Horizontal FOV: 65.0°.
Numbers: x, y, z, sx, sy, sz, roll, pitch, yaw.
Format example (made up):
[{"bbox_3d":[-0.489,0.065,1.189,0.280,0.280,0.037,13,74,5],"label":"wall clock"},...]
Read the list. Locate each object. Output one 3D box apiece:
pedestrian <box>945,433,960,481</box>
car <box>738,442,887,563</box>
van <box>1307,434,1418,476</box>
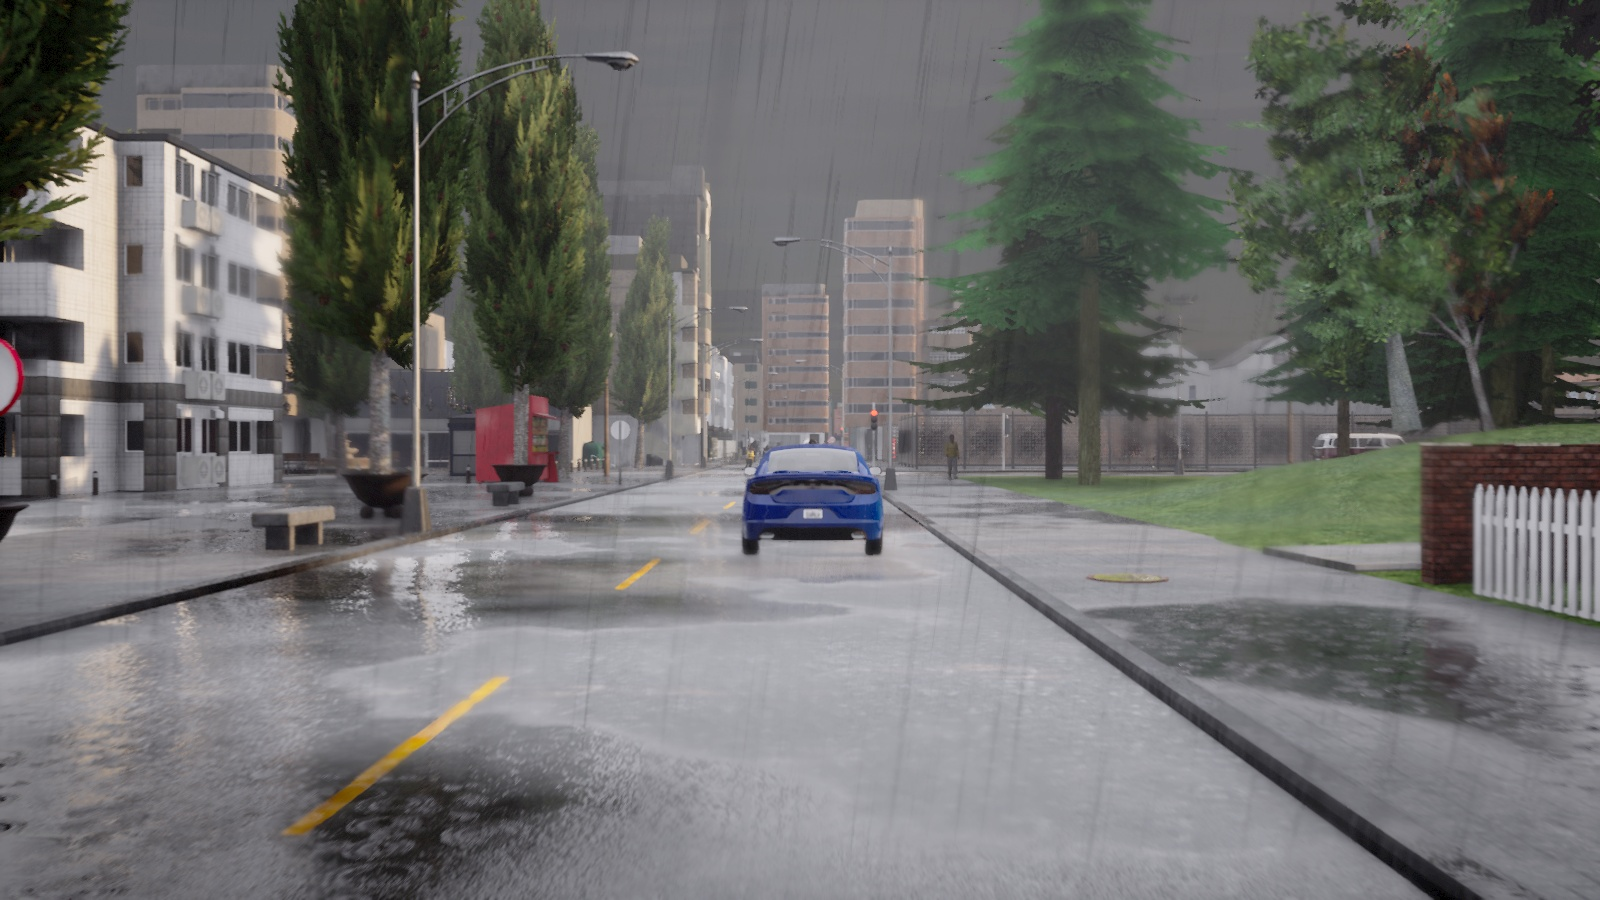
[{"bbox_3d":[5.850,0.268,48.119,0.431,1.840,0.709,0,0,-5],"label":"pedestrian"},{"bbox_3d":[0.181,0.651,18.358,1.882,1.535,5.008,0,0,1],"label":"car"},{"bbox_3d":[27.542,0.246,61.575,4.480,2.038,2.069,0,0,0],"label":"van"}]
